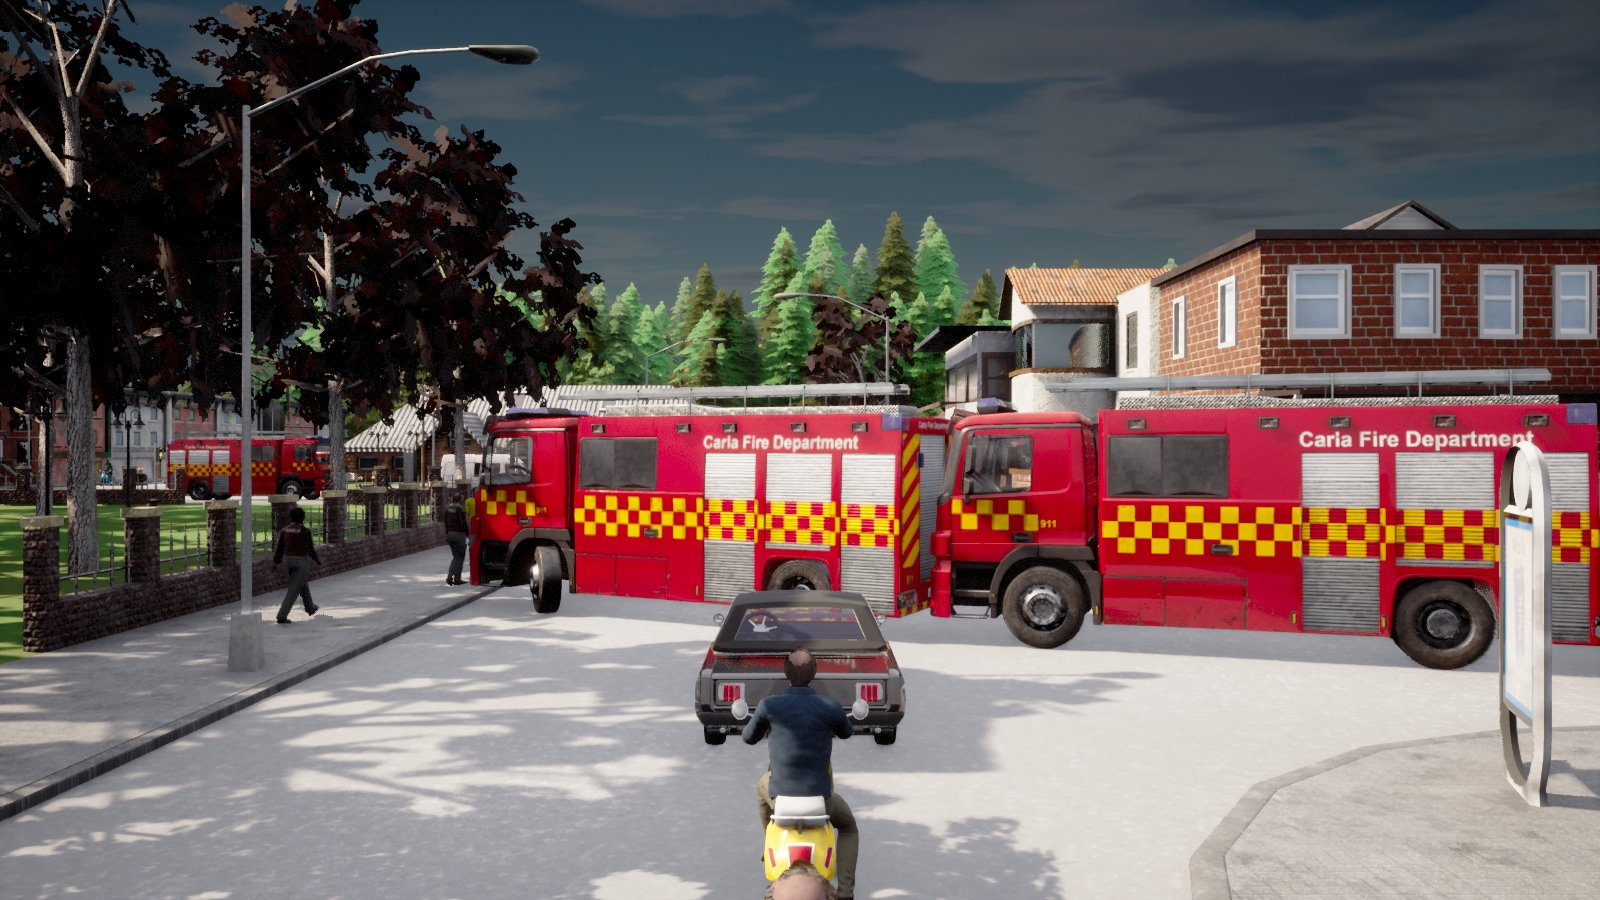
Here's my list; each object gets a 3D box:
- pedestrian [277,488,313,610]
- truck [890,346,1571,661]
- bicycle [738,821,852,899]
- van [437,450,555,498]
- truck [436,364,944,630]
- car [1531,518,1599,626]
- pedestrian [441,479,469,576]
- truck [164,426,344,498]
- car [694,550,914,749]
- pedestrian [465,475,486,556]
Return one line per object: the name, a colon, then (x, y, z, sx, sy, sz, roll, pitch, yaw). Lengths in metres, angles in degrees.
pedestrian: (-7.800, 1.517, 17.651, 0.375, 1.860, 0.375, 0, 0, 10)
truck: (5.781, 0.661, 16.555, 8.468, 3.827, 2.891, 0, 0, 18)
bicycle: (-0.015, 1.938, 3.086, 0.329, 1.271, 1.835, 0, 0, 0)
van: (-16.613, 1.289, 62.612, 5.915, 2.561, 1.988, 0, 0, 0)
truck: (-2.039, 0.664, 19.659, 8.468, 3.827, 2.891, 0, 0, 27)
car: (14.156, 1.835, 17.290, 4.792, 1.488, 2.163, 0, 0, 0)
pedestrian: (-6.755, 1.513, 22.392, 0.375, 1.860, 0.375, 0, 0, 36)
truck: (-29.853, 0.645, 62.699, 8.468, 3.827, 2.891, 0, 0, 1)
car: (0.033, 1.930, 12.217, 1.895, 1.301, 4.718, 0, 0, 0)
pedestrian: (-7.596, 1.514, 26.723, 0.375, 1.860, 0.375, 0, 0, -32)
